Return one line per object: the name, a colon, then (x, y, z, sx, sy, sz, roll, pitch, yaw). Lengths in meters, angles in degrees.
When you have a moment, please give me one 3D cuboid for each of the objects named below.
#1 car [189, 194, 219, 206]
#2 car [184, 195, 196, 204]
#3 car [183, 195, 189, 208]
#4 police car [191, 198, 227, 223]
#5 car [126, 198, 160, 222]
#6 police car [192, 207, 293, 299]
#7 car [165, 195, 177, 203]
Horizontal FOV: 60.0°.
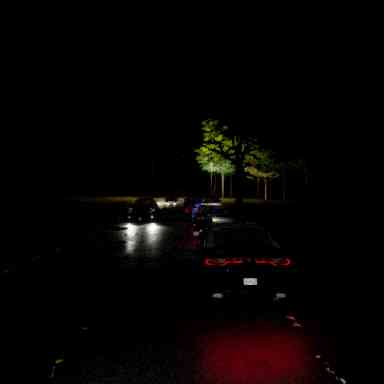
car: (1.028, 1.167, 24.542, 2.150, 2.045, 5.566, 0, 0, 0)
car: (-0.307, 1.300, 59.623, 2.033, 1.411, 5.357, 0, 0, -1)
car: (-0.128, 1.326, 45.214, 2.128, 1.511, 4.902, 0, 0, 0)
police car: (1.047, 1.391, 18.620, 1.930, 1.638, 5.238, 0, 0, 0)
car: (-3.629, 1.292, 25.470, 2.097, 1.767, 4.553, 0, 0, 0)
police car: (1.057, 1.416, 8.614, 1.930, 1.638, 5.238, 0, 0, 0)
car: (-3.840, 1.307, 61.395, 1.994, 1.385, 4.181, 0, 0, -1)
